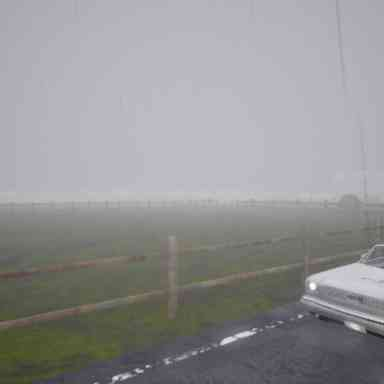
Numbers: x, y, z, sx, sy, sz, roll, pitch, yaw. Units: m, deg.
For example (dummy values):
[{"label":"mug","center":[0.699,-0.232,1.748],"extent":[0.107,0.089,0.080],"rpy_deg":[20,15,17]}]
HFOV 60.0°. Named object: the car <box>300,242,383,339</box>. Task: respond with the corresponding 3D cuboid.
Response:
[{"label":"car","center":[4.095,1.592,5.997],"extent":[4.718,1.301,1.895],"rpy_deg":[0,0,-36]}]
